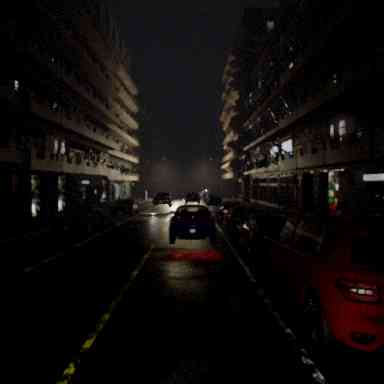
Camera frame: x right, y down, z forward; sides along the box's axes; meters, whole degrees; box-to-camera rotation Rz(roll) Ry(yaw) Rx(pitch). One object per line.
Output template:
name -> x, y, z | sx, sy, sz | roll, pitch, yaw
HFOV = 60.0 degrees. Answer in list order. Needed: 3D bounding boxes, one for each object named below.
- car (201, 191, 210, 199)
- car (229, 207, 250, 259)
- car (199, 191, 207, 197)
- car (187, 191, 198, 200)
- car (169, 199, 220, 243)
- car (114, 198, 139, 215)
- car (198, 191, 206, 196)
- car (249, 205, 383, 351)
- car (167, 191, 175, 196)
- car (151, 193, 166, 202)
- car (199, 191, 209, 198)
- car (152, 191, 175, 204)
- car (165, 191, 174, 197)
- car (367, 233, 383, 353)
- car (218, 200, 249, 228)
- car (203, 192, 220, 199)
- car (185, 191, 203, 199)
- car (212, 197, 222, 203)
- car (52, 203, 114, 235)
car -> 2.672, 0.984, 45.691 | 2.008, 1.369, 4.403 | -1, 1, 0
car -> 2.643, 1.423, 11.706 | 1.947, 1.339, 4.313 | -1, 1, 0
car -> 2.669, 0.569, 79.676 | 1.802, 1.307, 4.206 | -1, 1, 0
car -> 0.092, 0.674, 65.065 | 2.128, 1.511, 4.902 | 0, 1, 0
car -> 0.015, 1.292, 15.160 | 1.882, 1.535, 5.008 | 0, 1, 0
car -> -5.706, 1.213, 28.640 | 1.947, 1.339, 4.313 | -1, 1, 0
car -> 2.667, 0.379, 91.003 | 1.887, 1.381, 4.507 | -1, 1, 0
car -> 2.639, 1.241, 6.039 | 2.192, 1.841, 5.009 | -1, 1, 0
car -> -5.713, 0.401, 90.949 | 1.947, 1.339, 4.313 | -1, 1, 0
car -> -5.710, 0.840, 56.962 | 2.008, 1.369, 4.403 | -1, 1, 0
car -> 2.667, 0.503, 74.010 | 1.967, 1.590, 4.097 | -1, 1, 0
car -> -3.005, 0.727, 34.592 | 1.837, 1.490, 4.892 | 0, 1, 0
car -> -5.713, 0.439, 85.112 | 1.752, 1.417, 4.829 | -1, 1, 0
car -> 2.639, 1.309, 0.374 | 2.192, 1.841, 5.009 | -1, 1, 0
car -> 2.642, 1.332, 17.370 | 1.887, 1.381, 4.507 | -1, 1, 0
car -> 2.674, 1.071, 40.026 | 1.947, 1.339, 4.313 | -1, 1, 0
car -> 0.093, 0.747, 48.628 | 2.097, 1.767, 4.553 | 0, 1, 0
car -> 2.647, 1.283, 23.034 | 1.947, 1.339, 4.313 | -1, 1, 0
car -> -5.705, 1.333, 17.310 | 1.887, 1.381, 4.507 | -1, 1, 0
